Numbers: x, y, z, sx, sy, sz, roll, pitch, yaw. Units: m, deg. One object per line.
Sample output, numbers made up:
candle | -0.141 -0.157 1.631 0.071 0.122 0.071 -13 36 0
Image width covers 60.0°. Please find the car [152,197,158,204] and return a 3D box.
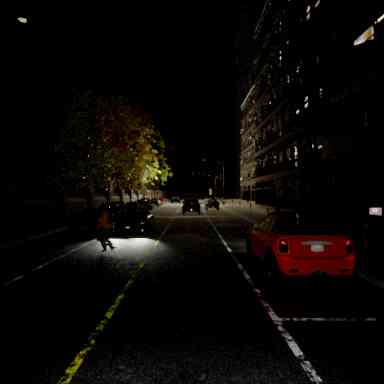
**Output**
car | -5.847 1.457 41.872 1.967 1.590 4.097 0 0 0

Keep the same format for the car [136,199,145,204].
car | -5.805 1.592 30.795 1.802 1.307 4.206 0 0 0

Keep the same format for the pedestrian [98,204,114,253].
pedestrian | -3.196 1.296 12.253 0.375 1.860 0.375 0 0 -5

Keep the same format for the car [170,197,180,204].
car | -3.257 1.638 64.982 1.895 1.301 4.718 0 0 0

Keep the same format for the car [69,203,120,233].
car | -5.763 1.571 19.717 1.947 1.339 4.313 0 0 0

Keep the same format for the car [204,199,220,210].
car | 2.532 1.568 41.906 2.008 1.369 4.403 0 0 0

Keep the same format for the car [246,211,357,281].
car | 2.961 1.353 10.004 2.097 1.767 4.553 0 0 0

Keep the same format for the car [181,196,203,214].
car | -0.050 1.516 35.165 1.837 1.490 4.892 0 0 0

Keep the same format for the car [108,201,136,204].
car | -5.784 1.447 25.256 1.967 1.590 4.097 0 0 0

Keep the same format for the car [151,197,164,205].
car | -6.040 1.575 58.487 1.887 1.381 4.507 0 0 0

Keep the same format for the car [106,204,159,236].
car | -3.171 1.567 18.352 1.994 1.385 4.181 0 0 0

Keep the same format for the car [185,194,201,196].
car | -0.115 1.243 47.069 2.150 2.045 5.566 0 0 1

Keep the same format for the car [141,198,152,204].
car | -5.826 1.539 36.163 1.752 1.417 4.829 0 0 0

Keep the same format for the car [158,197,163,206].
car | -5.967 1.576 52.947 2.008 1.369 4.403 0 0 0
